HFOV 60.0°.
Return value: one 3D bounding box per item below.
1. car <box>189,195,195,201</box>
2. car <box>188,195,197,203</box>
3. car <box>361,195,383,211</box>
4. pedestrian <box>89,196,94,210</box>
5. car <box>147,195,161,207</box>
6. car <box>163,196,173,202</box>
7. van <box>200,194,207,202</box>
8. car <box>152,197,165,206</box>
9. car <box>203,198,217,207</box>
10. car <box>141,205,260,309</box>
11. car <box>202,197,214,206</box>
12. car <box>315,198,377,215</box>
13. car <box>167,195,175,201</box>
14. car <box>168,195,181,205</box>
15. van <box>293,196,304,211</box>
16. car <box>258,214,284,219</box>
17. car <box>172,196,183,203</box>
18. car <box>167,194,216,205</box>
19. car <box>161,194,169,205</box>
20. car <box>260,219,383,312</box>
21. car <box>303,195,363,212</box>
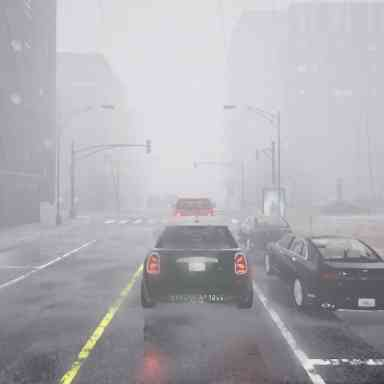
[{"bbox_3d":[-0.005,1.576,90.501,1.837,1.490,4.892,0,0,0],"label":"car"},{"bbox_3d":[0.066,1.536,71.290,1.882,1.535,5.008,0,0,0],"label":"car"},{"bbox_3d":[19.289,1.244,38.105,5.009,1.841,2.192,0,0,0],"label":"car"},{"bbox_3d":[-12.531,1.365,41.288,0.375,1.860,0.375,0,0,0],"label":"pedestrian"},{"bbox_3d":[-5.678,1.356,51.363,2.192,1.841,5.009,1,0,0],"label":"car"},{"bbox_3d":[-5.683,1.631,79.219,1.947,1.339,4.313,1,0,0],"label":"car"},{"bbox_3d":[2.699,1.406,79.180,1.690,1.788,3.998,1,0,0],"label":"van"},{"bbox_3d":[-5.682,1.590,56.934,1.887,1.381,4.507,1,0,0],"label":"car"},{"bbox_3d":[2.698,1.607,51.324,1.947,1.339,4.313,1,0,0],"label":"car"},{"bbox_3d":[0.100,1.358,8.058,2.097,1.767,4.553,0,0,0],"label":"car"},{"bbox_3d":[2.698,1.627,56.895,1.802,1.307,4.206,1,0,0],"label":"car"},{"bbox_3d":[13.702,1.426,29.763,4.206,1.307,1.802,0,0,0],"label":"car"},{"bbox_3d":[-5.684,1.641,90.360,1.947,1.339,4.313,1,0,0],"label":"car"},{"bbox_3d":[-3.071,1.401,60.584,2.097,1.767,4.553,0,0,0],"label":"car"},{"bbox_3d":[13.762,1.313,38.144,3.998,1.788,1.690,0,0,0],"label":"van"},{"bbox_3d":[2.830,1.560,13.131,2.008,1.369,4.403,1,0,0],"label":"car"},{"bbox_3d":[-3.004,1.583,70.654,2.128,1.511,4.902,0,0,0],"label":"car"},{"bbox_3d":[0.087,1.235,17.529,2.150,2.045,5.566,0,0,0],"label":"car"},{"bbox_3d":[-3.123,1.262,51.015,2.150,2.045,5.566,0,0,0],"label":"car"},{"bbox_3d":[2.830,1.556,7.561,2.008,1.369,4.403,1,0,0],"label":"car"},{"bbox_3d":[14.987,1.400,35.542,5.008,1.535,1.882,0,-1,2],"label":"car"}]
